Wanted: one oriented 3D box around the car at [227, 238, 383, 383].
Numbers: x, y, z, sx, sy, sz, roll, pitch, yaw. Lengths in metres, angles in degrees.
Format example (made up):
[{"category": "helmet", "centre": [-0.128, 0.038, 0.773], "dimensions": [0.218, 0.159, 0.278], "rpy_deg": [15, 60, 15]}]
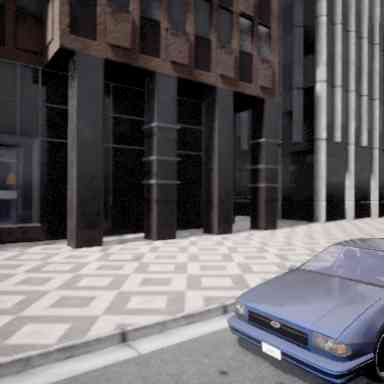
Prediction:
[{"category": "car", "centre": [3.132, 1.540, 5.597], "dimensions": [5.357, 1.411, 2.033], "rpy_deg": [0, 0, -35]}]
